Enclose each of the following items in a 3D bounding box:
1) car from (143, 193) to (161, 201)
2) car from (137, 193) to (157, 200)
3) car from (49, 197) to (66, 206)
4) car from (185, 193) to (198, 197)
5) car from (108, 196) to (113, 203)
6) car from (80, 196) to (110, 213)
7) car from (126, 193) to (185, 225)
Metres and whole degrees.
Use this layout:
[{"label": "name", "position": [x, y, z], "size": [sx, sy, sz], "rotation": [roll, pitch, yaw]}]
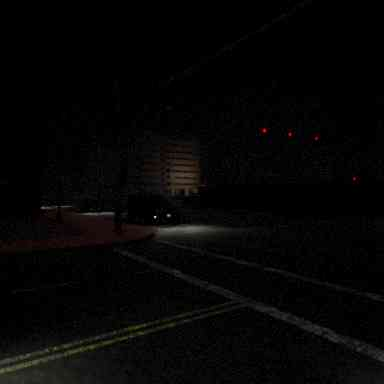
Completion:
[{"label": "car", "position": [-9.827, 1.156, 81.483], "size": [3.866, 1.878, 1.905], "rotation": [0, 0, -34]}, {"label": "car", "position": [-11.404, 1.153, 83.910], "size": [4.605, 1.855, 1.932], "rotation": [0, 0, -34]}, {"label": "car", "position": [-22.242, 1.551, 54.905], "size": [2.033, 1.411, 5.357], "rotation": [0, 0, -33]}, {"label": "car", "position": [1.207, 1.156, 65.255], "size": [3.866, 1.878, 1.905], "rotation": [0, 0, -34]}, {"label": "car", "position": [-17.252, 1.526, 66.768], "size": [1.812, 1.442, 4.674], "rotation": [0, 0, -33]}, {"label": "car", "position": [-11.274, 1.502, 37.600], "size": [1.837, 1.490, 4.892], "rotation": [0, 1, -32]}, {"label": "car", "position": [-3.045, 1.219, 24.741], "size": [2.150, 2.045, 5.566], "rotation": [0, 0, -33]}]
